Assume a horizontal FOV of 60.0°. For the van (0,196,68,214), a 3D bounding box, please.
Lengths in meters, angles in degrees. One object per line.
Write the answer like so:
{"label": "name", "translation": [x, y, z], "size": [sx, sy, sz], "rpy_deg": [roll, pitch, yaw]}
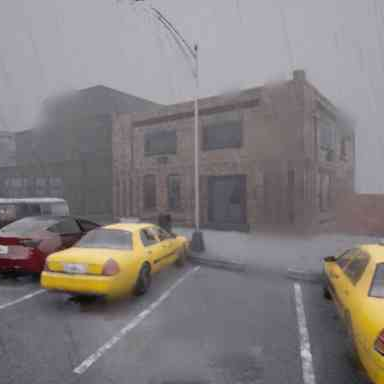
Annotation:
{"label": "van", "translation": [-6.384, 1.192, 11.869], "size": [1.878, 1.987, 4.442], "rpy_deg": [1, 0, 15]}

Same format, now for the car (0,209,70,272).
{"label": "car", "translation": [-3.964, 1.465, 10.310], "size": [2.163, 1.488, 4.792], "rpy_deg": [0, -1, 15]}

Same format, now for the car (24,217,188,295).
{"label": "car", "translation": [-1.530, 1.450, 8.758], "size": [1.946, 1.575, 5.366], "rpy_deg": [0, -1, 15]}

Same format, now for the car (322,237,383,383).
{"label": "car", "translation": [3.241, 1.483, 5.353], "size": [1.946, 1.575, 5.366], "rpy_deg": [0, -1, 16]}
